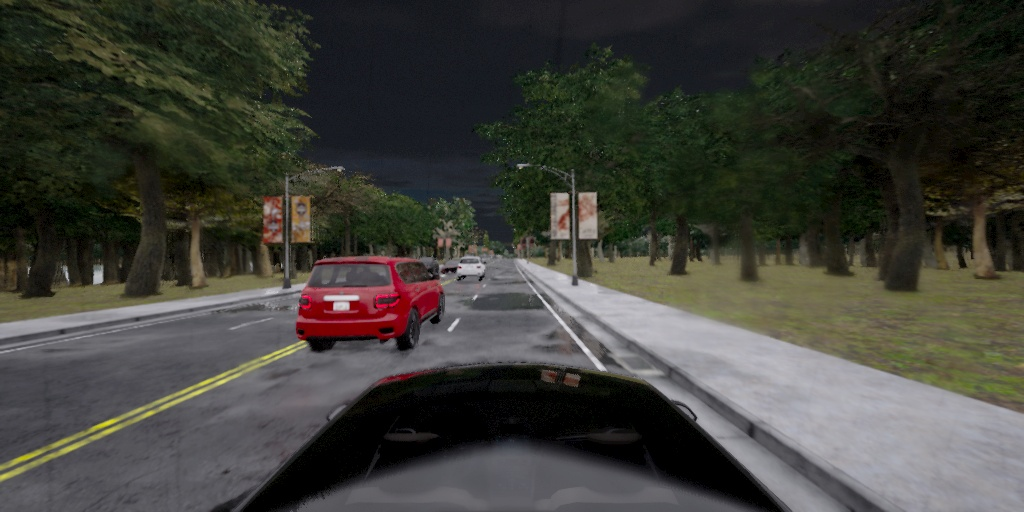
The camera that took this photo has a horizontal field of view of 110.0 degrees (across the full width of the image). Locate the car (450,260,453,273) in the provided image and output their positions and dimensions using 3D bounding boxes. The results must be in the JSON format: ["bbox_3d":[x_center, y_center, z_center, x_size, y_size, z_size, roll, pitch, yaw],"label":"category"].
[{"bbox_3d":[-7.069,1.259,43.061,2.097,1.767,4.553,-1,0,0],"label":"car"}]

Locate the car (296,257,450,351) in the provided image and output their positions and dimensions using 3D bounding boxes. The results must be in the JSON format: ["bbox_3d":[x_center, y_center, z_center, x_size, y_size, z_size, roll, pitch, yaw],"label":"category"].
[{"bbox_3d":[-3.241,1.043,9.398,2.150,2.045,5.566,-1,0,-1],"label":"car"}]

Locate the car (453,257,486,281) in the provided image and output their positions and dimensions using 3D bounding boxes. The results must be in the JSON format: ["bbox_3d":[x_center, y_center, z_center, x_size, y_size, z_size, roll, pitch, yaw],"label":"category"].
[{"bbox_3d":[-3.576,1.098,32.355,2.150,2.045,5.566,-1,0,-1],"label":"car"}]

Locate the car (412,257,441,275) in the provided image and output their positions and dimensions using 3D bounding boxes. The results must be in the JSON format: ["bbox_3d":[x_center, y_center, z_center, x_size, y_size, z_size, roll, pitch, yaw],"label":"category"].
[{"bbox_3d":[-10.319,1.172,43.792,2.150,2.045,5.566,-1,0,0],"label":"car"}]
